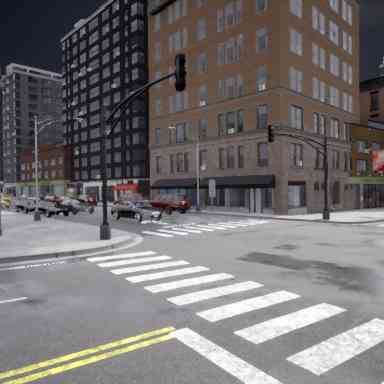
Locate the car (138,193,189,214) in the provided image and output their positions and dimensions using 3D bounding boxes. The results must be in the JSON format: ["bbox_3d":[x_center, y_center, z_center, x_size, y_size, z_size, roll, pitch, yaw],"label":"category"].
[{"bbox_3d":[-2.445,1.085,31.196,2.192,1.841,5.009,0,1,-44],"label":"car"}]

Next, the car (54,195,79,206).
[{"bbox_3d":[-17.803,1.180,46.994,1.802,1.307,4.206,0,1,-44],"label":"car"}]

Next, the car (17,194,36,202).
[{"bbox_3d":[-29.321,1.043,58.840,1.802,1.307,4.206,0,1,-44],"label":"car"}]

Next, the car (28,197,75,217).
[{"bbox_3d":[-12.392,1.417,29.200,1.947,1.339,4.313,0,1,-44],"label":"car"}]

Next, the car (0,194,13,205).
[{"bbox_3d":[-28.842,1.096,50.206,1.882,1.535,5.008,-1,1,-44],"label":"car"}]

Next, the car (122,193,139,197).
[{"bbox_3d":[-6.284,1.043,35.145,2.192,1.841,5.009,0,1,-44],"label":"car"}]

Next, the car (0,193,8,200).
[{"bbox_3d":[-40.839,0.885,70.686,1.947,1.339,4.313,0,1,-44],"label":"car"}]

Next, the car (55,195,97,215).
[{"bbox_3d":[-11.098,1.330,31.811,1.812,1.442,4.674,-1,1,-44],"label":"car"}]

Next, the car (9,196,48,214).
[{"bbox_3d":[-16.231,1.374,33.148,1.947,1.339,4.313,0,1,-44],"label":"car"}]

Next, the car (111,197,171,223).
[{"bbox_3d":[-4.174,1.371,24.690,2.128,1.511,4.902,-1,1,-44],"label":"car"}]

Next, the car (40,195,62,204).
[{"bbox_3d":[-21.642,1.135,50.943,1.802,1.307,4.206,0,1,-44],"label":"car"}]

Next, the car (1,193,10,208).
[{"bbox_3d":[-23.789,1.247,40.921,1.752,1.417,4.829,0,1,-44],"label":"car"}]

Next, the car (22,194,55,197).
[{"bbox_3d":[-18.267,1.249,39.201,1.812,1.442,4.674,-1,1,-44],"label":"car"}]
